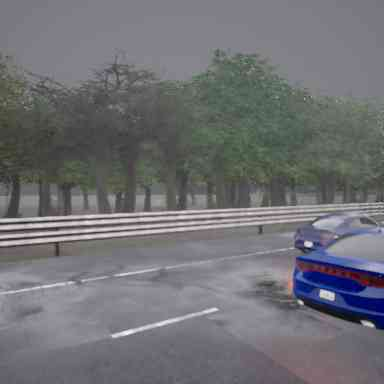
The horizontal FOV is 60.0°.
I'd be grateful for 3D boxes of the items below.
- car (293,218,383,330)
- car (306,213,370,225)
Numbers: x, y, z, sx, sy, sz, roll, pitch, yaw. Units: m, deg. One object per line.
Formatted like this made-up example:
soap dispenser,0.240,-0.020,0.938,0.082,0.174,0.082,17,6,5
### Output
car,4.142,1.447,6.609,5.008,1.535,1.882,0,0,-35
car,5.593,1.477,11.857,4.674,1.442,1.812,0,0,-34
